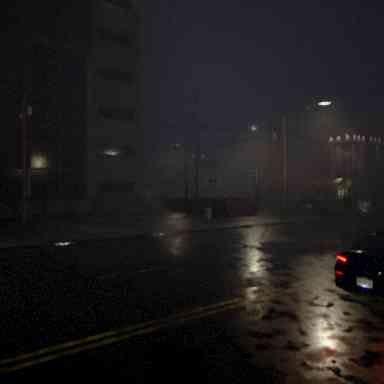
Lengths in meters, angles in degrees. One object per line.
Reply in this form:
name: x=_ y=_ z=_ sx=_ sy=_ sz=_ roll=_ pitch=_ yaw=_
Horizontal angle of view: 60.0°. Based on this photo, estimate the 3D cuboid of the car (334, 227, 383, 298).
car: x=5.027 y=1.471 z=7.381 sx=4.674 sy=1.442 sz=1.812 roll=0 pitch=0 yaw=-35

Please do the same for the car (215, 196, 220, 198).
car: x=4.439 y=1.319 z=60.596 sx=4.718 sy=1.301 sz=1.895 roll=0 pitch=0 yaw=-36

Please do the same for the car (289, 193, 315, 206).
car: x=15.172 y=0.997 z=46.021 sx=4.553 sy=1.767 sz=2.185 roll=0 pitch=0 yaw=-36

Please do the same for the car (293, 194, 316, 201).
car: x=22.084 y=1.052 z=65.082 sx=4.674 sy=1.452 sz=2.002 roll=0 pitch=0 yaw=-36

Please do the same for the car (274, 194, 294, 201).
car: x=19.178 y=1.085 z=69.084 sx=3.806 sy=1.475 sz=1.970 roll=0 pitch=0 yaw=-36
